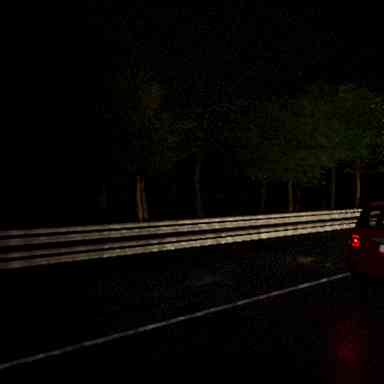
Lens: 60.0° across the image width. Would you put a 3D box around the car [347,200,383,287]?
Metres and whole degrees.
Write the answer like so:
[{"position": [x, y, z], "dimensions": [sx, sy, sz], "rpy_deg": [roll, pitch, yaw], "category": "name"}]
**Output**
[{"position": [6.026, 1.199, 8.063], "dimensions": [5.566, 2.045, 2.150], "rpy_deg": [0, 0, -35], "category": "car"}]
